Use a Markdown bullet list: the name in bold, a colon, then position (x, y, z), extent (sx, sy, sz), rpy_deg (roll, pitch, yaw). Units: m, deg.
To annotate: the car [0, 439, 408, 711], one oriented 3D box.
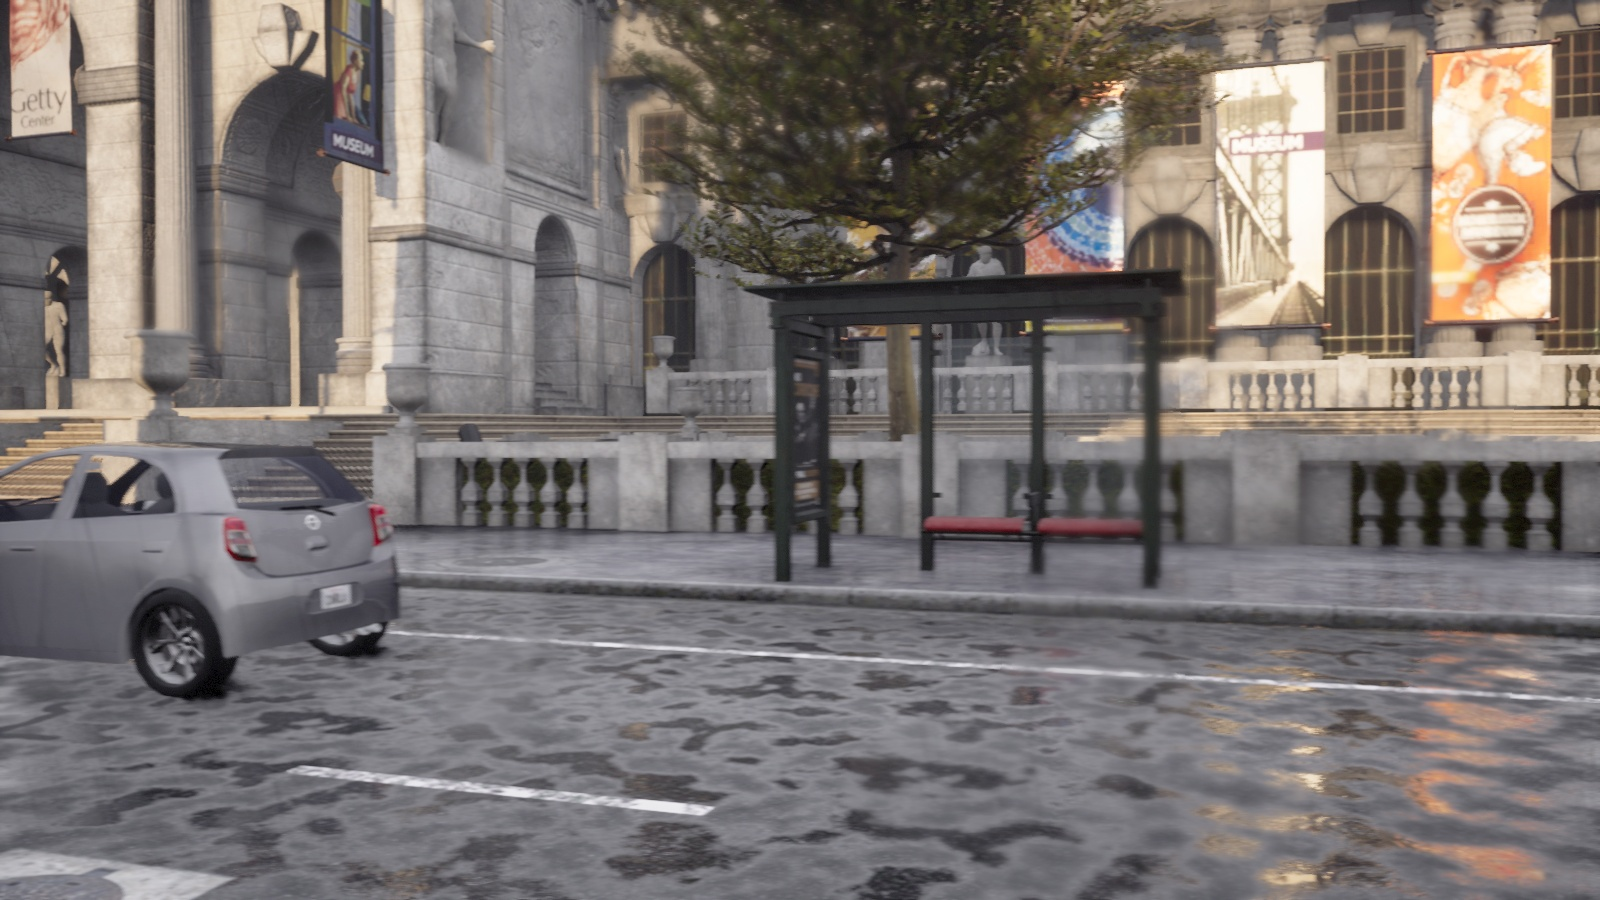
- **car**: position (-4.757, 0.686, 8.487), extent (3.633, 1.501, 1.845), rpy_deg (0, 1, 19)
